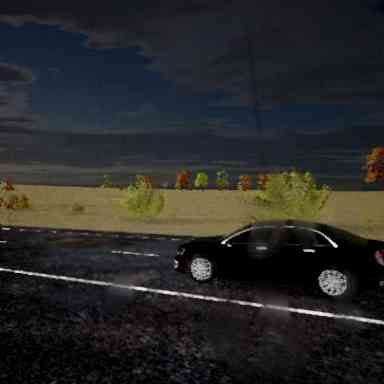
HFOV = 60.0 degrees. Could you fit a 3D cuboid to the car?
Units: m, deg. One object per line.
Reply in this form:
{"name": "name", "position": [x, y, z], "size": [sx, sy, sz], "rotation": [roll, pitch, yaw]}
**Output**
{"name": "car", "position": [1.922, 1.432, 8.040], "size": [4.892, 1.490, 1.837], "rotation": [0, 0, 24]}
